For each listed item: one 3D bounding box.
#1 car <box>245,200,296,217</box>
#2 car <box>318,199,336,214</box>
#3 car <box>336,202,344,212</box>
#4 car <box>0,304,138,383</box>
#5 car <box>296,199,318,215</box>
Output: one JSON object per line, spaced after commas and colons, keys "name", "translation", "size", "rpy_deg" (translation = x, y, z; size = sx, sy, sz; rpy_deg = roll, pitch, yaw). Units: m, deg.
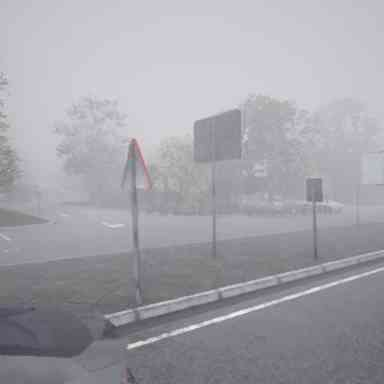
{"name": "car", "translation": [7.267, 1.600, 32.397], "size": [2.002, 1.452, 4.674], "rpy_deg": [0, 0, -37]}
{"name": "car", "translation": [12.502, 1.548, 36.332], "size": [2.097, 1.535, 5.008], "rpy_deg": [0, 0, -37]}
{"name": "car", "translation": [15.027, 1.583, 38.214], "size": [2.002, 1.452, 4.674], "rpy_deg": [0, 0, -37]}
{"name": "car", "translation": [-2.623, 1.517, 1.583], "size": [4.902, 1.511, 2.128], "rpy_deg": [0, 0, -37]}
{"name": "car", "translation": [9.890, 1.555, 34.360], "size": [2.231, 1.521, 4.892], "rpy_deg": [0, 0, -37]}
